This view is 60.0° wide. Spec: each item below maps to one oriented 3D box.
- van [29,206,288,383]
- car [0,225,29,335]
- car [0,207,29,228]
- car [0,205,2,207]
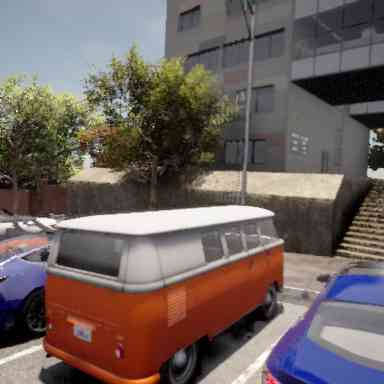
[{"bbox_3d":[0.068,1.261,5.372,1.878,1.987,4.442,0,0,35],"label":"van"},{"bbox_3d":[-2.261,1.522,6.919,2.163,1.488,4.792,0,0,35],"label":"car"},{"bbox_3d":[-4.571,1.373,8.489,2.185,1.767,4.553,0,0,35],"label":"car"},{"bbox_3d":[-6.815,1.253,10.157,2.435,2.045,5.566,0,0,35],"label":"car"}]
